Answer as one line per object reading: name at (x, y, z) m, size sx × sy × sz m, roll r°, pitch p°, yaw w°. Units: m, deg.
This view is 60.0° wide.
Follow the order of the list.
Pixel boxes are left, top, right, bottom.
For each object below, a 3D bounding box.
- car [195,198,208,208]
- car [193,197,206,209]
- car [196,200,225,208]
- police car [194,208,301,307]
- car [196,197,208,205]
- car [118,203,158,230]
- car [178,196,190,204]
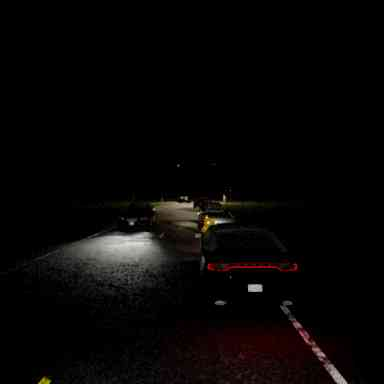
car at (1.397, 1.470, 24.060) m, size 1.882 × 1.535 × 5.008 m, roll 0°, pitch 0°, yaw 2°
car at (1.215, 1.448, 45.781) m, size 1.882 × 1.535 × 5.008 m, roll 0°, pitch 0°, yaw 3°
car at (1.257, 1.451, 18.270) m, size 1.801 × 1.575 × 5.366 m, roll 0°, pitch 0°, yaw 1°
police car at (1.097, 1.425, 8.220) m, size 1.930 × 1.638 × 5.238 m, roll 0°, pitch 0°, yaw 1°
car at (1.856, 1.555, 57.877) m, size 1.895 × 1.301 × 4.718 m, roll 0°, pitch 0°, yaw 4°
car at (-3.314, 1.487, 21.032) m, size 2.128 × 1.511 × 4.902 m, roll 0°, pitch 0°, yaw 1°
car at (-1.428, 1.514, 61.750) m, size 1.994 × 1.385 × 4.181 m, roll 0°, pitch 0°, yaw 4°
